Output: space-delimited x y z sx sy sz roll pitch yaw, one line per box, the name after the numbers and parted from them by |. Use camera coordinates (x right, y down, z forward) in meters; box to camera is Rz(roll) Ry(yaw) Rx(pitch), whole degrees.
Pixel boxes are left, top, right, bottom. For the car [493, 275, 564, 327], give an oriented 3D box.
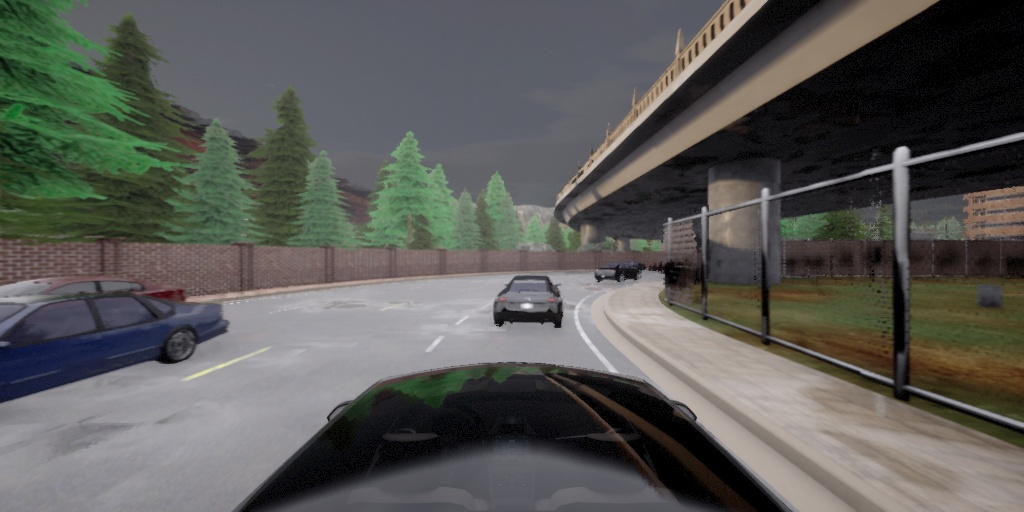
0.638 1.296 11.522 1.994 1.385 4.181 0 0 7 | car

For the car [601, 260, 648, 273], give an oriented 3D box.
13.526 1.224 43.125 5.357 1.411 2.033 0 0 -23 | car

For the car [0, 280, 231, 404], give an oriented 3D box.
-7.040 1.291 5.331 2.033 1.411 5.357 0 0 1 | car

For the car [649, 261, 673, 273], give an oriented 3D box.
18.123 1.158 40.995 5.008 1.535 1.882 0 0 -16 | car

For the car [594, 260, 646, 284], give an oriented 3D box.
7.914 1.197 26.554 2.128 1.511 4.902 0 0 42 | car

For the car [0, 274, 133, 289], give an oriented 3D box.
-10.270 1.216 8.036 1.882 1.535 5.008 0 0 4 | car
